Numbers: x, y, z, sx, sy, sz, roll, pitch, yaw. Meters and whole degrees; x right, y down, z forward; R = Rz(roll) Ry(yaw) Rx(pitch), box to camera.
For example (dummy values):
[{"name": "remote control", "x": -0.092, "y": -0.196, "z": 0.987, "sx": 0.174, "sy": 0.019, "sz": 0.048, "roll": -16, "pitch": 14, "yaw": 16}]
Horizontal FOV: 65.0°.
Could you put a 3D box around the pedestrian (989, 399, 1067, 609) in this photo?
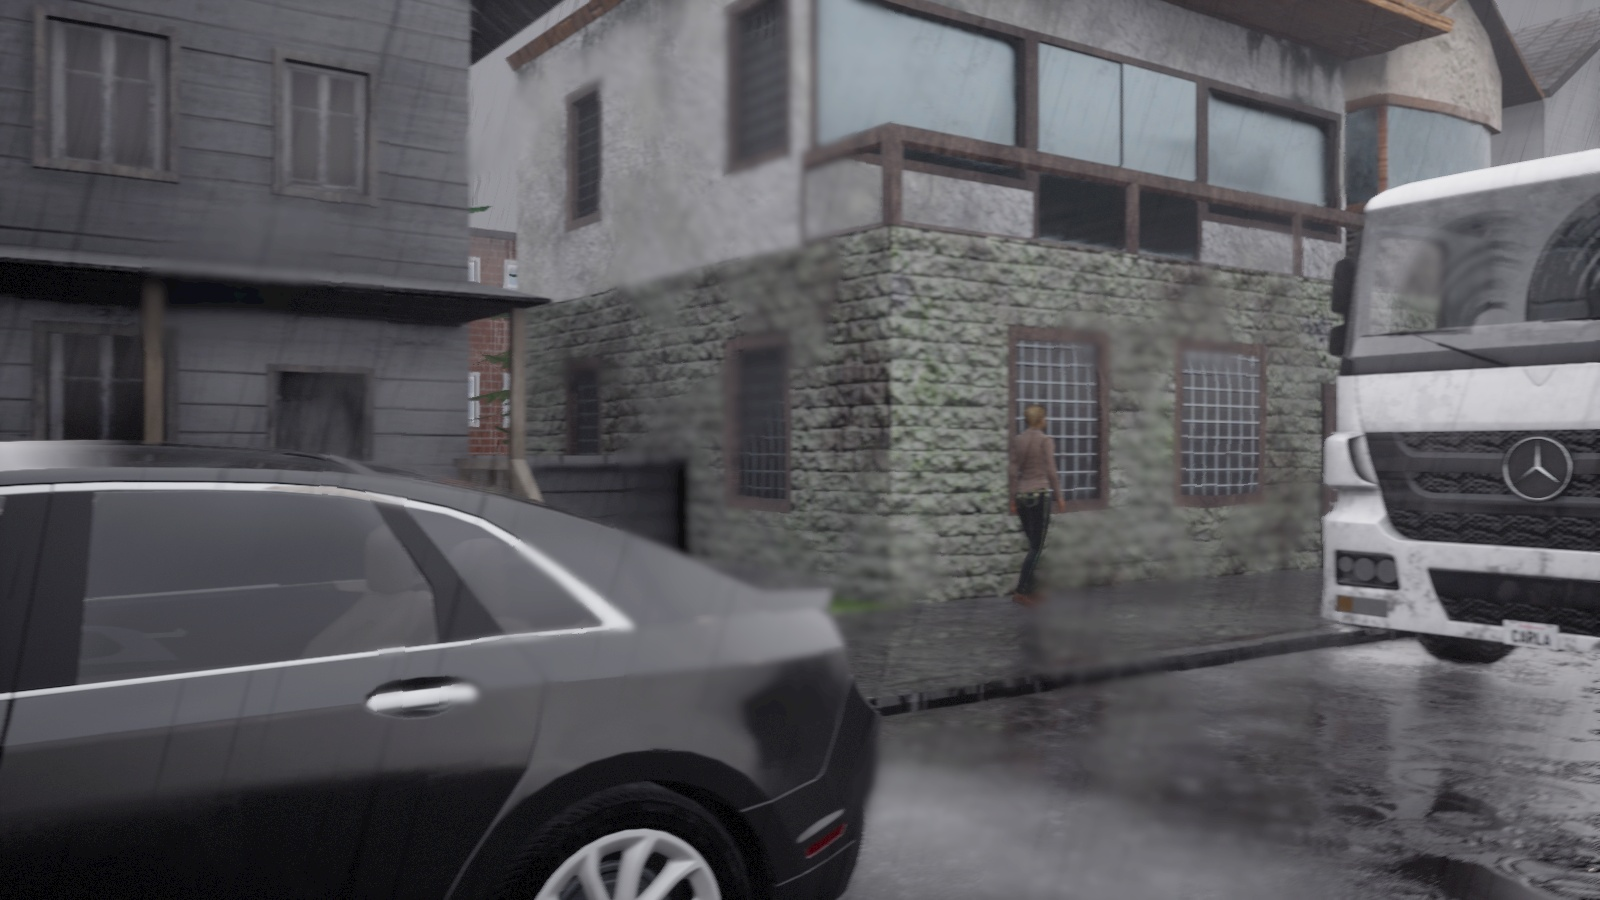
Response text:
[{"name": "pedestrian", "x": 2.059, "y": 0.473, "z": 11.336, "sx": 0.634, "sy": 1.846, "sz": 0.331, "roll": 0, "pitch": 0, "yaw": -34}]

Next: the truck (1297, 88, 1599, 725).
[{"name": "truck", "x": 7.382, "y": -0.237, "z": 9.405, "sx": 7.936, "sy": 3.462, "sz": 2.891, "roll": 0, "pitch": 0, "yaw": -35}]

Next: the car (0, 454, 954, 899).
[{"name": "car", "x": -2.114, "y": 0.761, "z": 2.799, "sx": 4.892, "sy": 1.490, "sz": 1.837, "roll": 0, "pitch": 0, "yaw": -35}]
